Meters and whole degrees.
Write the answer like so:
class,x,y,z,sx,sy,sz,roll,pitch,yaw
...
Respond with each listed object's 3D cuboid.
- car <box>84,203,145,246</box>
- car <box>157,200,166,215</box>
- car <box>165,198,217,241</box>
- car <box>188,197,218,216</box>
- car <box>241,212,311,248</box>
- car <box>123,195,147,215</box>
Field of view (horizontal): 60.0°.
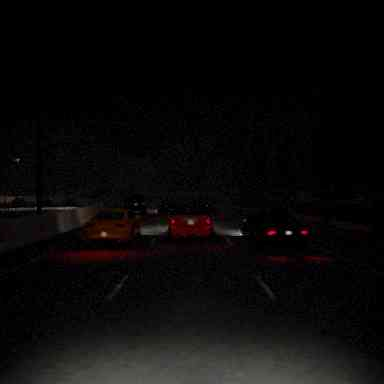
class,x,y,z,sx,sy,sz,roll,pitch,yaw
car,-3.561,1.509,15.548,1.882,1.535,5.008,0,0,-2
car,-2.565,1.563,35.113,2.128,1.511,4.902,0,0,-12
car,-0.140,1.387,17.029,2.097,1.767,4.553,0,0,-2
car,1.064,1.423,34.858,2.097,1.767,4.553,0,0,-11
car,3.496,1.578,14.854,2.033,1.411,5.357,0,0,-2
car,-5.927,1.291,34.396,2.150,2.045,5.566,0,0,-12
